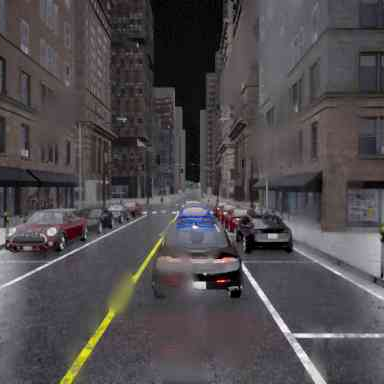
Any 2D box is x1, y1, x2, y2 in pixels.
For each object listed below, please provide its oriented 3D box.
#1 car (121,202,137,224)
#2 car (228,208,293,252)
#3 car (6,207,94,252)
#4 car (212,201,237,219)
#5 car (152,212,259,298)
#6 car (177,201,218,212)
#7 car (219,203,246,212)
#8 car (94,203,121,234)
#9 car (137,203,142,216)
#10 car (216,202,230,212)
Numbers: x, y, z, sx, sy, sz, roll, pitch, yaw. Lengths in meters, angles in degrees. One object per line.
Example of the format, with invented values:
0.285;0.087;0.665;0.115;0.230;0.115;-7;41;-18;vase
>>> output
-5.687;1.547;24.593;2.008;1.369;4.403;-1;0;0;car
2.799;1.563;13.552;1.947;1.339;4.313;-1;0;0;car
-5.728;1.437;13.582;1.967;1.590;4.097;-1;0;0;car
2.857;1.540;30.068;1.887;1.381;4.507;-1;0;0;car
0.128;1.489;8.487;2.128;1.511;4.902;0;0;0;car
0.163;1.474;17.992;1.882;1.535;5.008;0;0;0;car
2.818;1.541;19.057;1.887;1.381;4.507;-1;0;0;car
-5.707;1.562;19.088;1.947;1.339;4.313;-1;0;0;car
-5.668;1.540;30.098;1.887;1.381;4.507;-1;0;0;car
2.838;1.541;24.562;1.887;1.381;4.507;-1;0;0;car
